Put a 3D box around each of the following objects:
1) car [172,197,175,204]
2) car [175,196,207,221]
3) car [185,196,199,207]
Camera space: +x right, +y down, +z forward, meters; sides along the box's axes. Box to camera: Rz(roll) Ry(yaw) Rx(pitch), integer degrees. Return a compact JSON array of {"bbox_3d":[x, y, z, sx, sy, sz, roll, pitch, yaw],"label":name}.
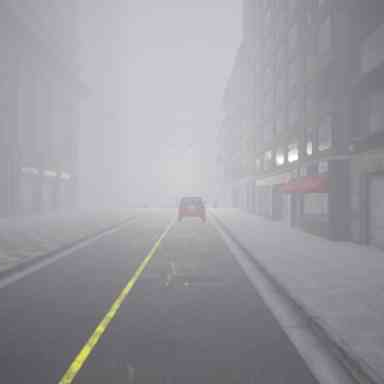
[{"bbox_3d":[-2.999,1.554,70.009,2.097,1.767,4.553,0,0,0],"label":"car"},{"bbox_3d":[0.023,1.331,27.747,2.150,2.045,5.566,0,0,1],"label":"car"},{"bbox_3d":[0.002,1.502,54.830,2.097,1.767,4.553,0,0,0],"label":"car"}]
